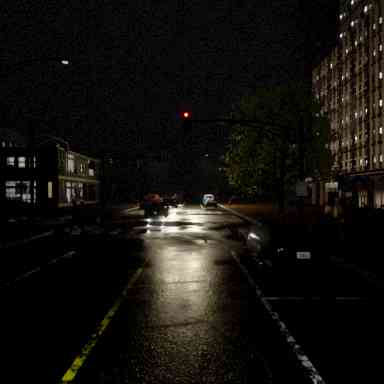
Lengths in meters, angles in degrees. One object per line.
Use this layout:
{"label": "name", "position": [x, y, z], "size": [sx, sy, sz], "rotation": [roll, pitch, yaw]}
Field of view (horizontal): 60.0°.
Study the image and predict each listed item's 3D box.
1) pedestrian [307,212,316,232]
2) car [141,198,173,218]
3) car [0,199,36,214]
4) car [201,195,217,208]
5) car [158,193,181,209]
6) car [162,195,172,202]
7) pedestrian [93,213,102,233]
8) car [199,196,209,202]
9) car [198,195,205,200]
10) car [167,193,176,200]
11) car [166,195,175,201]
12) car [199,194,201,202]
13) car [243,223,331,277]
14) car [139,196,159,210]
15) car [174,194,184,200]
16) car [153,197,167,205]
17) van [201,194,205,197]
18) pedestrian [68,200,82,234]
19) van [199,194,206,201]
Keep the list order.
{"label": "pedestrian", "position": [6.162, 1.522, 17.092], "size": [0.500, 1.100, 0.500], "rotation": [0, 0, 0]}
{"label": "car", "position": [-3.090, 1.565, 29.920], "size": [1.994, 1.385, 4.181], "rotation": [0, 0, 0]}
{"label": "car", "position": [-17.260, 1.372, 31.608], "size": [4.507, 1.381, 1.887], "rotation": [1, -1, -1]}
{"label": "car", "position": [2.707, 1.529, 48.322], "size": [1.752, 1.417, 4.829], "rotation": [0, 0, 0]}
{"label": "car", "position": [-3.082, 1.224, 46.256], "size": [2.150, 2.045, 5.566], "rotation": [0, 0, 0]}
{"label": "car", "position": [-5.665, 1.532, 75.738], "size": [1.752, 1.417, 4.829], "rotation": [0, 0, 0]}
{"label": "pedestrian", "position": [-5.207, 1.675, 18.394], "size": [0.500, 1.100, 0.500], "rotation": [0, 0, 0]}
{"label": "car", "position": [2.715, 1.572, 75.908], "size": [1.947, 1.339, 4.313], "rotation": [0, 0, 0]}
{"label": "car", "position": [2.721, 1.534, 92.731], "size": [1.752, 1.417, 4.829], "rotation": [0, 0, 0]}
{"label": "car", "position": [-5.660, 1.324, 92.561], "size": [2.192, 1.841, 5.009], "rotation": [0, 0, 0]}
{"label": "car", "position": [-5.662, 1.559, 87.010], "size": [2.008, 1.369, 4.403], "rotation": [0, 0, 0]}
{"label": "car", "position": [2.712, 1.556, 64.806], "size": [2.008, 1.369, 4.403], "rotation": [0, 0, 0]}
{"label": "car", "position": [2.697, 1.566, 10.123], "size": [1.947, 1.339, 4.313], "rotation": [0, 0, 0]}
{"label": "car", "position": [-5.675, 1.585, 42.602], "size": [1.802, 1.307, 4.206], "rotation": [0, 0, 0]}
{"label": "car", "position": [-2.978, 1.147, 78.183], "size": [2.128, 1.511, 4.902], "rotation": [0, 0, 0]}
{"label": "car", "position": [-5.670, 1.555, 59.255], "size": [2.008, 1.369, 4.403], "rotation": [0, 0, 0]}
{"label": "van", "position": [2.710, 1.345, 53.704], "size": [1.690, 1.788, 3.998], "rotation": [0, 0, 0]}
{"label": "pedestrian", "position": [-6.265, 1.295, 17.805], "size": [0.375, 1.860, 0.375], "rotation": [0, 0, 0]}
{"label": "van", "position": [2.720, 1.349, 87.010], "size": [1.690, 1.788, 3.998], "rotation": [0, 0, 0]}
